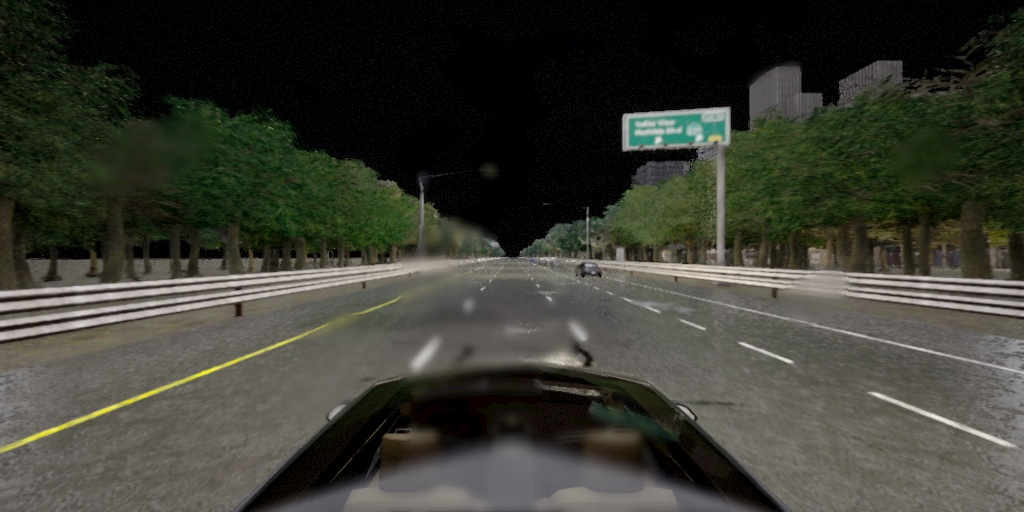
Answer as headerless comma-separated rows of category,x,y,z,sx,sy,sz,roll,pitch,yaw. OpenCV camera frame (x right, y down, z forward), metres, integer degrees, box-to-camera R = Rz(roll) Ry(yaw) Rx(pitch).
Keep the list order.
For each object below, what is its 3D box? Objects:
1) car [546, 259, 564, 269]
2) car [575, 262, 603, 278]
car,7.051,1.254,57.139,2.128,1.511,4.902,0,0,0
car,7.028,1.281,33.216,1.812,1.442,4.674,0,0,0
